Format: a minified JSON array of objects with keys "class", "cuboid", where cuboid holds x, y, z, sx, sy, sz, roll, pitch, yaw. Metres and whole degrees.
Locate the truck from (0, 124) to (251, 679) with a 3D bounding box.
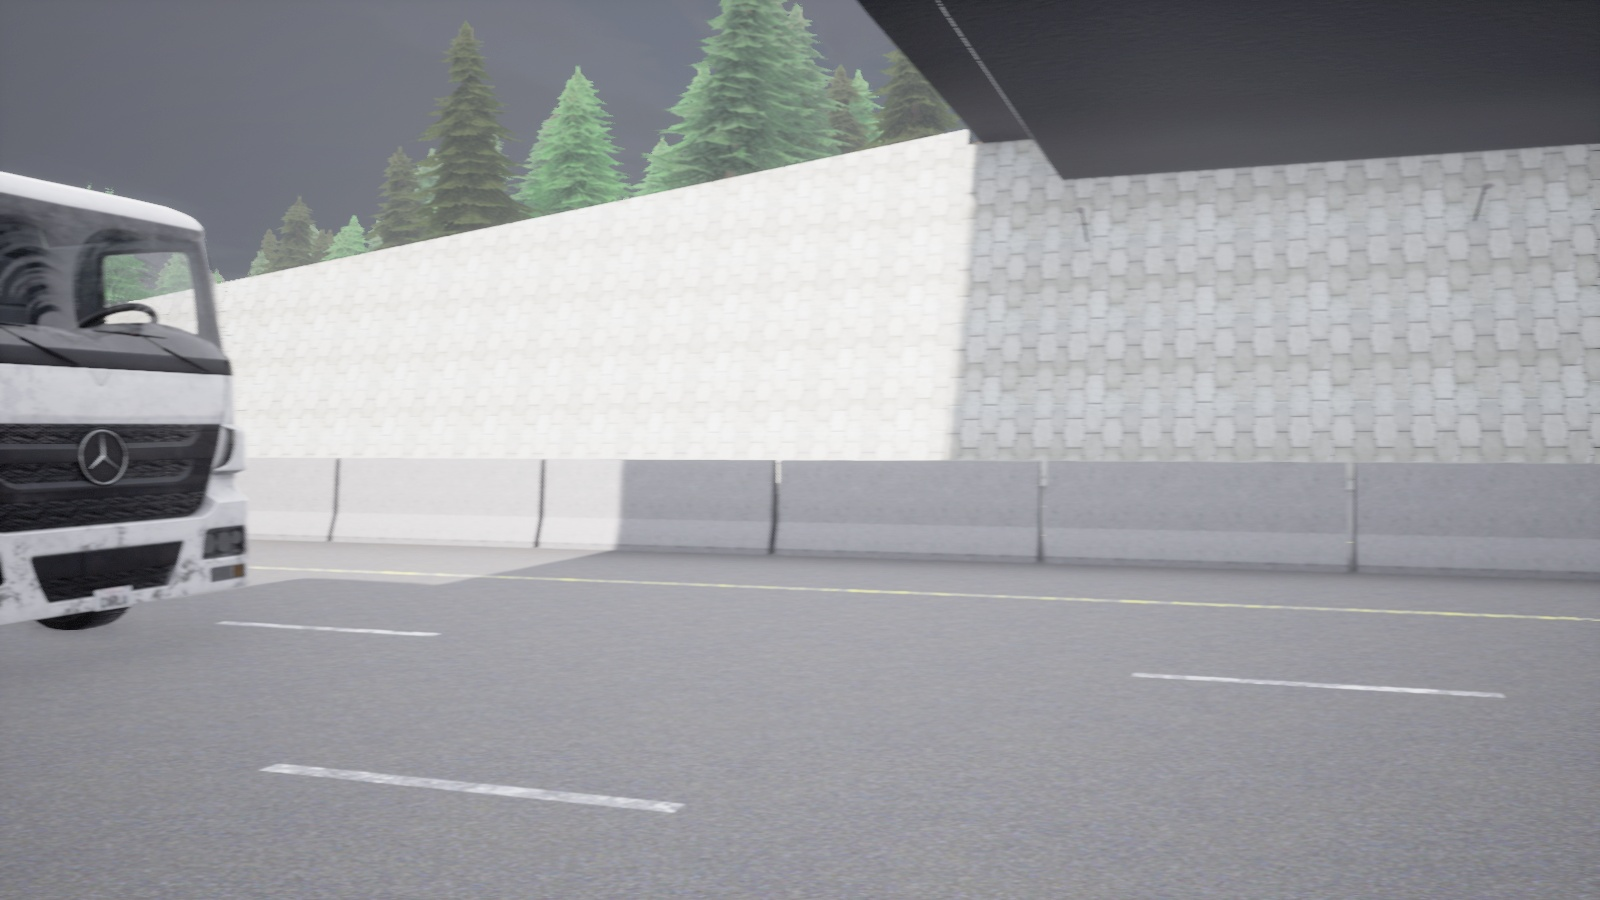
[{"class":"truck","cuboid":[-8.532,-0.344,9.742,7.936,3.462,2.891,1,1,19]}]
